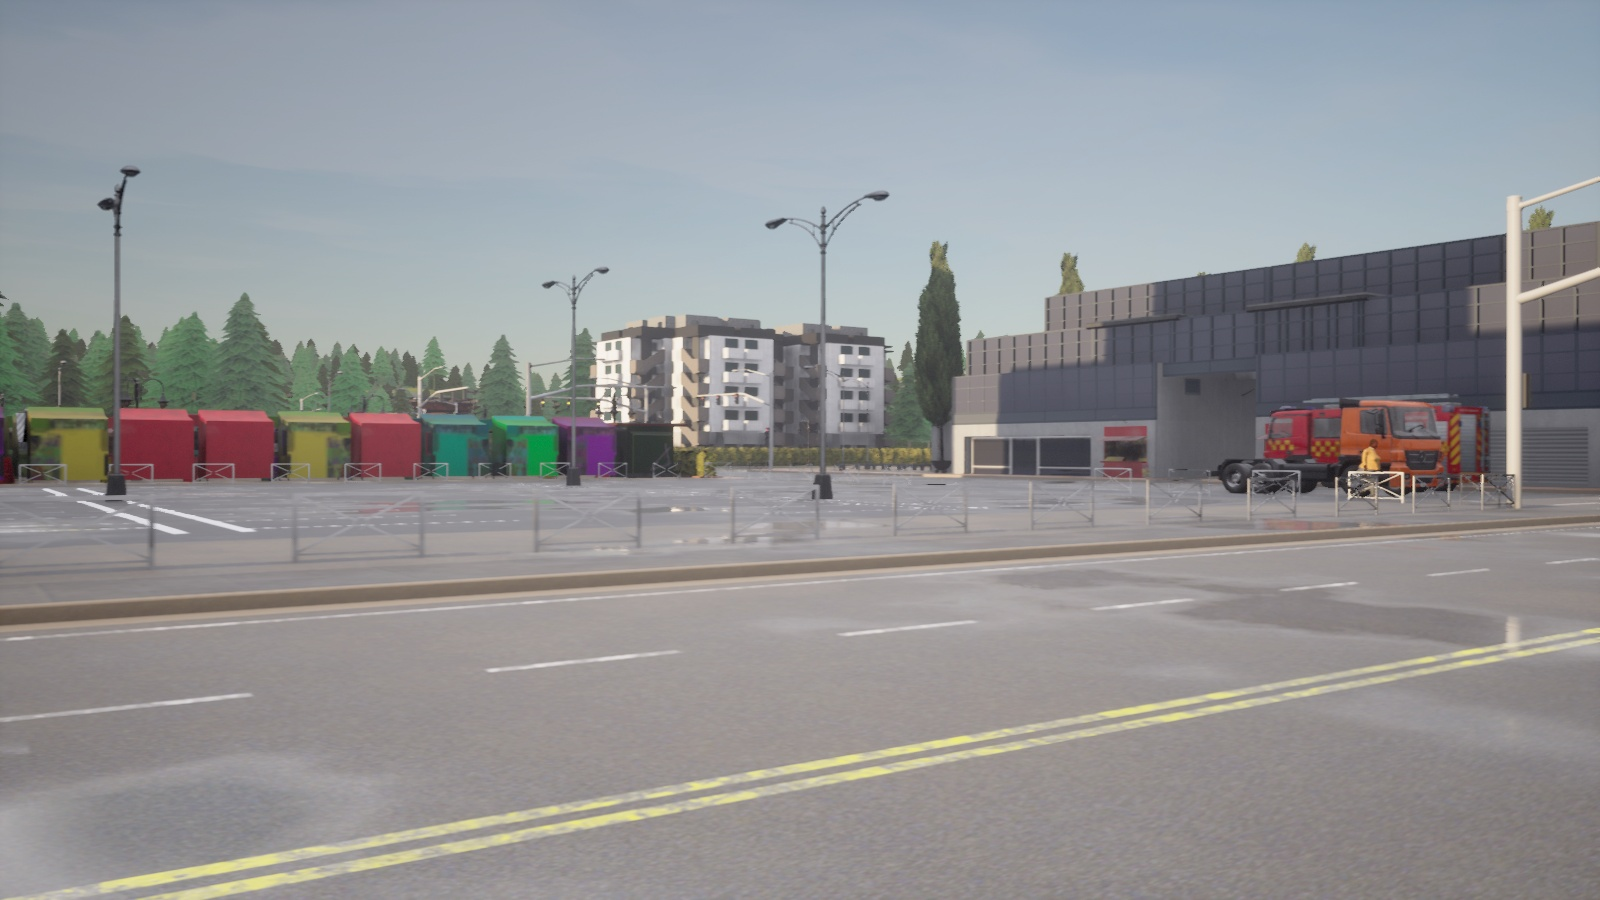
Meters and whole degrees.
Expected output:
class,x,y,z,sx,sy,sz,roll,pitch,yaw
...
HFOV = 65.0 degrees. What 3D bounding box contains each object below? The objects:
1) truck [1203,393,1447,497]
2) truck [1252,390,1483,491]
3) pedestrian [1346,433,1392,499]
class,x,y,z,sx,sy,sz,roll,pitch,yaw
truck,18.931,-0.165,45.881,2.891,3.462,7.936,0,0,-33
truck,23.266,-0.341,52.024,2.891,3.827,8.468,0,0,-34
pedestrian,16.326,0.457,36.029,0.874,1.855,0.900,0,0,-42
